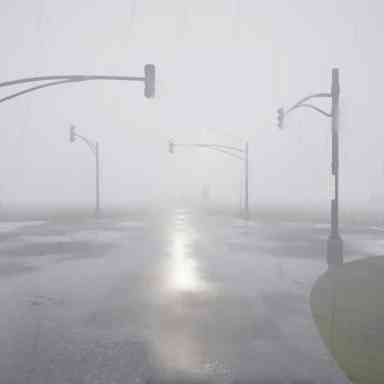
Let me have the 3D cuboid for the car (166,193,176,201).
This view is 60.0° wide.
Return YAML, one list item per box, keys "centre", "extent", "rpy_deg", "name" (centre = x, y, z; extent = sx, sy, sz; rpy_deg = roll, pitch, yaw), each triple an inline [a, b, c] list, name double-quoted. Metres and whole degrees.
- centre: [-4.633, 1.013, 73.958]
  extent: [2.097, 1.767, 4.553]
  rpy_deg: [0, 0, -3]
  name: "car"

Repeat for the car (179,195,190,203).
- centre: [-1.645, 1.384, 69.865]
  extent: [2.097, 1.767, 4.553]
  rpy_deg: [0, 0, -3]
  name: "car"

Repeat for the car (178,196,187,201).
- centre: [-2.251, 1.559, 79.939]
  extent: [1.895, 1.301, 4.718]
  rpy_deg: [0, 0, -4]
  name: "car"
